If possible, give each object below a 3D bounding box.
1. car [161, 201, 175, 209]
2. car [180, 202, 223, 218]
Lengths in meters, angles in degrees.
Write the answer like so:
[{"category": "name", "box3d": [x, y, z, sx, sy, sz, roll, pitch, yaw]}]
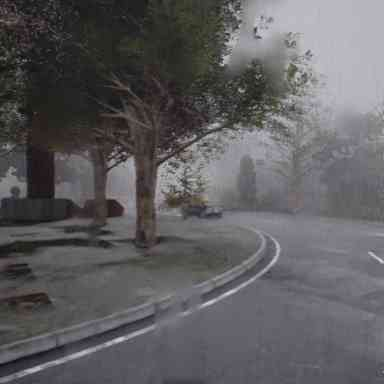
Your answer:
[{"category": "car", "box3d": [-2.536, 1.505, 41.381, 1.812, 1.442, 4.674, 0, 0, -18]}, {"category": "car", "box3d": [0.794, 1.552, 29.941, 1.994, 1.385, 4.181, 0, 0, -40]}]
